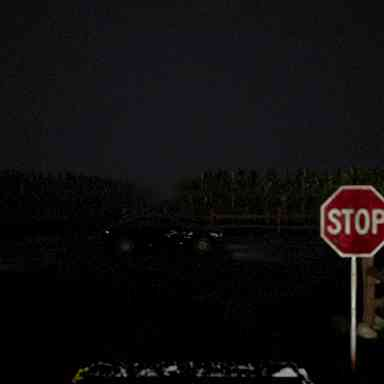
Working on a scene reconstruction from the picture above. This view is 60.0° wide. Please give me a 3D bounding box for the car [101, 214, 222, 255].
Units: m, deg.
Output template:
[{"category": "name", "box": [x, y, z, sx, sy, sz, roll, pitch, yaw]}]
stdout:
[{"category": "car", "box": [-1.168, 1.598, 13.052, 4.674, 1.442, 1.812, 0, 0, 0]}]
